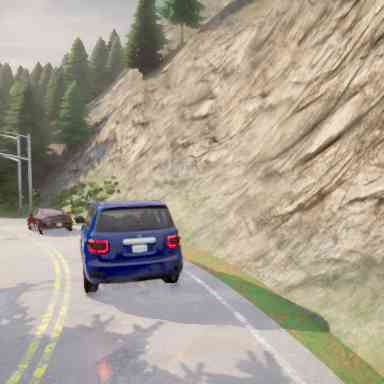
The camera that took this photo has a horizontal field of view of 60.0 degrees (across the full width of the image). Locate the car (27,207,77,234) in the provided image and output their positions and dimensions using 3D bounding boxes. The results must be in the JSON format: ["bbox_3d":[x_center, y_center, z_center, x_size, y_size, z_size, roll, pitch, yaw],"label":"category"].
[{"bbox_3d":[-8.715,1.653,20.258,1.812,1.442,4.674,-3,1,-36],"label":"car"}]

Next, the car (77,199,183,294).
[{"bbox_3d":[-1.929,1.222,9.201,2.150,2.045,5.566,-1,0,-19],"label":"car"}]
